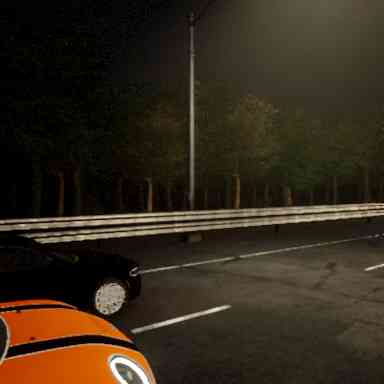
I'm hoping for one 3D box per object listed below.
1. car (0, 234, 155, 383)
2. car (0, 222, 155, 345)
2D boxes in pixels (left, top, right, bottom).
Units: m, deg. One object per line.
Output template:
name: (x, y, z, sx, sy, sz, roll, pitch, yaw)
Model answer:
car: (-2.434, 1.352, 2.012, 4.553, 1.767, 2.097, 0, 0, -35)
car: (-3.298, 1.477, 5.697, 5.008, 1.535, 1.882, 0, 0, -35)
